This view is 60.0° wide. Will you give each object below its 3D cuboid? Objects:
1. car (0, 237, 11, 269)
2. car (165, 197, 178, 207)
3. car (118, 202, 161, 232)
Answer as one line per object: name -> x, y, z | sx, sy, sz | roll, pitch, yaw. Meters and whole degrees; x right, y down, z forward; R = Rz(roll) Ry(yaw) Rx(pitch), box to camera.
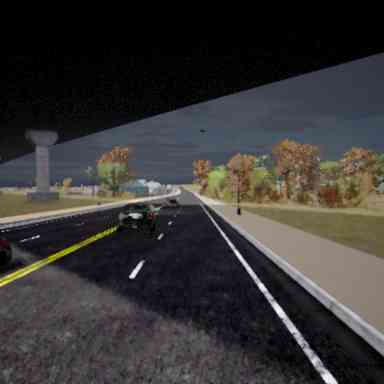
car -> -6.588, 1.635, 8.577 | 1.994, 1.385, 4.181 | -1, 0, 0
car -> -3.147, 1.550, 52.107 | 2.128, 1.511, 4.902 | -1, 0, 0
car -> -3.135, 1.393, 20.530 | 2.097, 1.767, 4.553 | -1, 0, 0
